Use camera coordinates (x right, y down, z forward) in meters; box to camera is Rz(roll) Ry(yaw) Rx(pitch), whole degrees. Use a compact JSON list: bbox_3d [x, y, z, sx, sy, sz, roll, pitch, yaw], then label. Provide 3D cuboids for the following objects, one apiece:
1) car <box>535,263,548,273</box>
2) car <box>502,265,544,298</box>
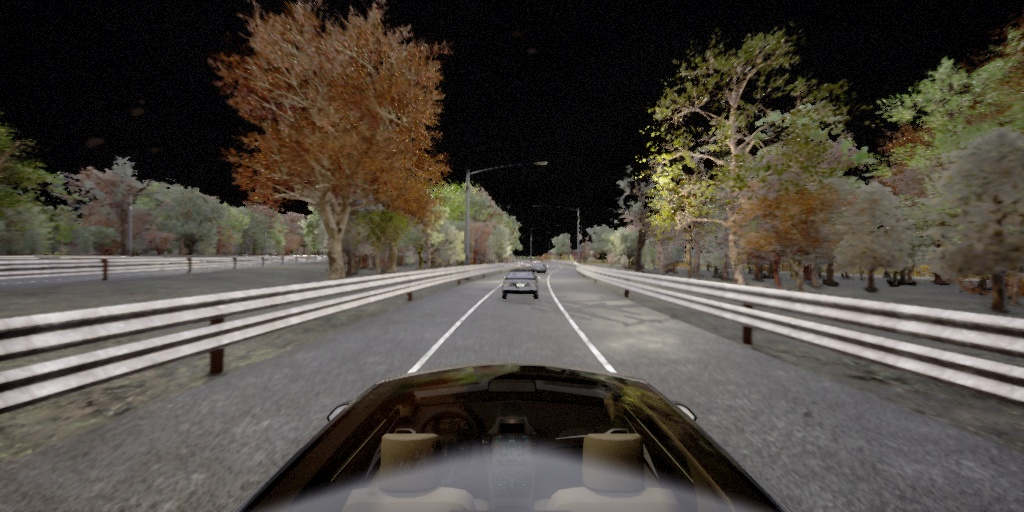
[{"bbox_3d":[3.888,1.713,50.421,1.994,1.385,4.181,0,0,9],"label":"car"},{"bbox_3d":[0.518,1.426,19.331,2.033,1.411,5.357,0,0,4],"label":"car"}]
